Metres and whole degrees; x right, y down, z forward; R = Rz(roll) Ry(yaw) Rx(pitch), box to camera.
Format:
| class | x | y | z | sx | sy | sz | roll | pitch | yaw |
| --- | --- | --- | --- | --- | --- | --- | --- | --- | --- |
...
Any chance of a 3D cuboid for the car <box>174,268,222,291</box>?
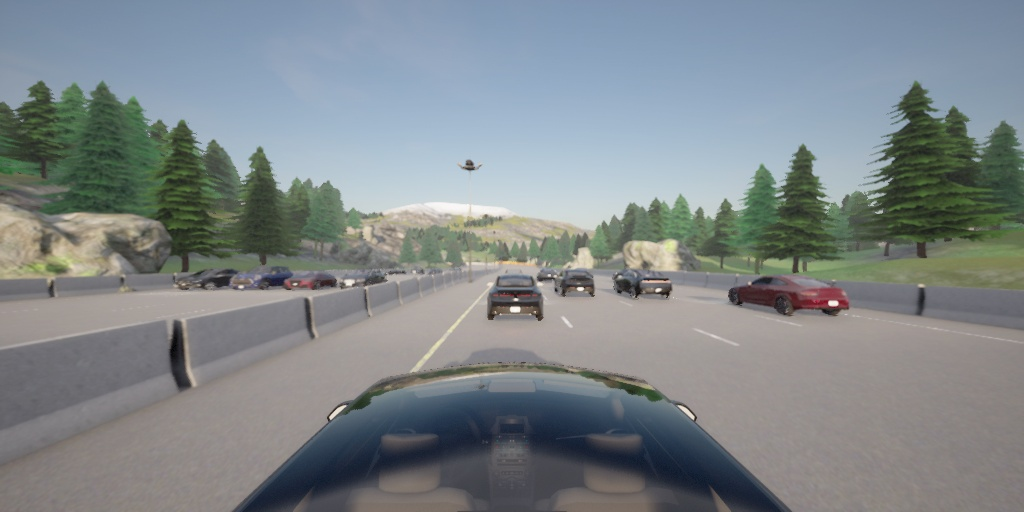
| class | x | y | z | sx | sy | sz | roll | pitch | yaw |
| --- | --- | --- | --- | --- | --- | --- | --- | --- | --- |
| car | -21.055 | 1.617 | 25.409 | 1.837 | 1.490 | 4.892 | 0 | -1 | 0 |

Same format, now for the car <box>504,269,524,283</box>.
| class | x | y | z | sx | sy | sz | roll | pitch | yaw |
| --- | --- | --- | --- | --- | --- | --- | --- | --- | --- |
| car | 0.161 | 1.950 | 35.872 | 1.895 | 1.301 | 4.718 | 0 | -1 | 0 |

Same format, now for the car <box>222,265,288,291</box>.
| class | x | y | z | sx | sy | sz | roll | pitch | yaw |
| --- | --- | --- | --- | --- | --- | --- | --- | --- | --- |
| car | -17.556 | 1.466 | 25.488 | 2.097 | 1.767 | 4.553 | 0 | -1 | 0 |

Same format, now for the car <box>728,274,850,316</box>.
| class | x | y | z | sx | sy | sz | roll | pitch | yaw |
| --- | --- | --- | --- | --- | --- | --- | --- | --- | --- |
| car | 10.615 | 1.442 | 14.140 | 1.812 | 1.442 | 4.674 | 0 | -1 | 0 |

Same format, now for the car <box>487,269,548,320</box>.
| class | x | y | z | sx | sy | sz | roll | pitch | yaw |
| --- | --- | --- | --- | --- | --- | --- | --- | --- | --- |
| car | 0.112 | 1.410 | 13.431 | 1.837 | 1.490 | 4.892 | 0 | 0 | 0 |

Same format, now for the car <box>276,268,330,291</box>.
| class | x | y | z | sx | sy | sz | roll | pitch | yaw |
| --- | --- | --- | --- | --- | --- | --- | --- | --- | --- |
| car | -14.056 | 1.674 | 25.252 | 1.994 | 1.385 | 4.181 | 0 | -1 | 0 |

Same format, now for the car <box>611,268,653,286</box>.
| class | x | y | z | sx | sy | sz | roll | pitch | yaw |
| --- | --- | --- | --- | --- | --- | --- | --- | --- | --- |
| car | 10.654 | 1.816 | 32.321 | 2.033 | 1.411 | 5.357 | 0 | -1 | 0 |

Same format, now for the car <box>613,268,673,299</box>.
| class | x | y | z | sx | sy | sz | roll | pitch | yaw |
| --- | --- | --- | --- | --- | --- | --- | --- | --- | --- |
| car | 7.130 | 1.506 | 19.892 | 2.128 | 1.511 | 4.902 | 0 | -1 | 0 |

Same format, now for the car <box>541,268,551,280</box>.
| class | x | y | z | sx | sy | sz | roll | pitch | yaw |
| --- | --- | --- | --- | --- | --- | --- | --- | --- | --- |
| car | 3.663 | 1.946 | 37.182 | 1.994 | 1.385 | 4.181 | 0 | -1 | 0 |

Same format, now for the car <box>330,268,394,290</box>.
| class | x | y | z | sx | sy | sz | roll | pitch | yaw |
| --- | --- | --- | --- | --- | --- | --- | --- | --- | --- |
| car | -10.556 | 1.611 | 25.667 | 2.128 | 1.511 | 4.902 | 0 | -1 | 0 |

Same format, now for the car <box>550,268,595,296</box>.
| class | x | y | z | sx | sy | sz | roll | pitch | yaw |
| --- | --- | --- | --- | --- | --- | --- | --- | --- | --- |
| car | 3.633 | 1.544 | 21.404 | 1.837 | 1.490 | 4.892 | 0 | -1 | 0 |
